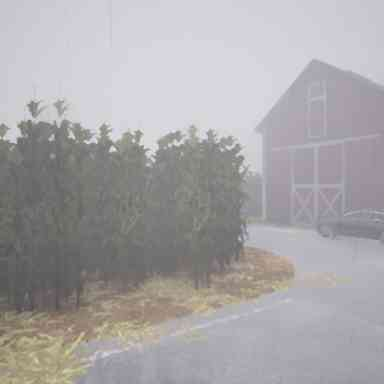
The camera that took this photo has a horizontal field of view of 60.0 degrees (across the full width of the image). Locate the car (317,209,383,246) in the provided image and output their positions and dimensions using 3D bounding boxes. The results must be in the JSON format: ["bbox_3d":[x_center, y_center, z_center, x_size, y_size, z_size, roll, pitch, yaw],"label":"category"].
[{"bbox_3d":[7.964,1.503,15.024,2.128,1.511,4.902,1,0,-29],"label":"car"}]
